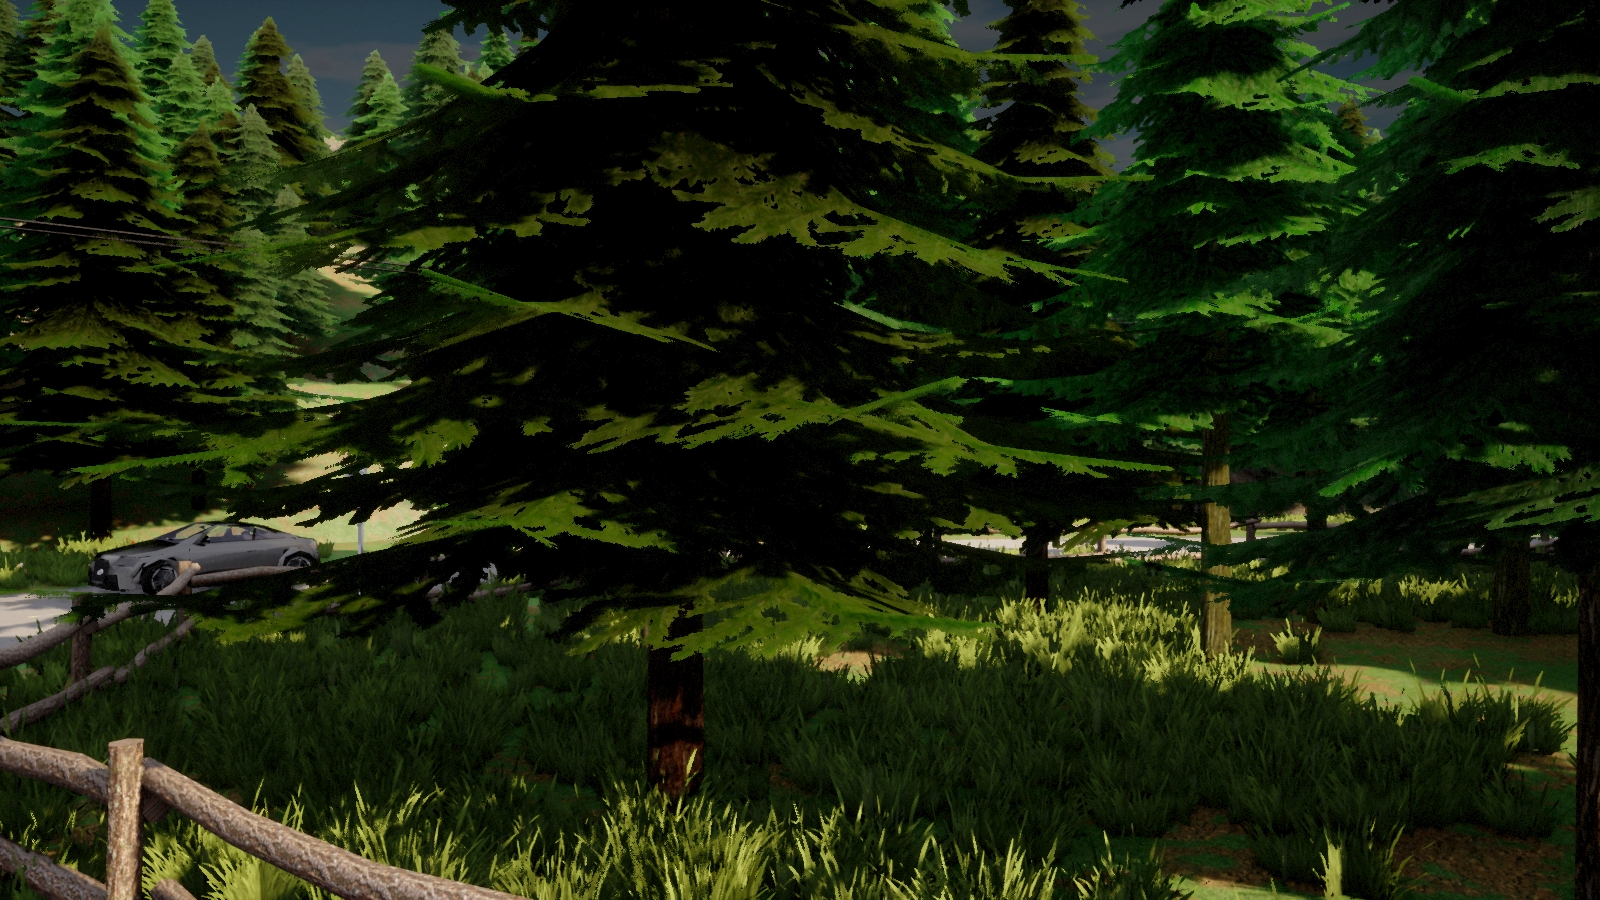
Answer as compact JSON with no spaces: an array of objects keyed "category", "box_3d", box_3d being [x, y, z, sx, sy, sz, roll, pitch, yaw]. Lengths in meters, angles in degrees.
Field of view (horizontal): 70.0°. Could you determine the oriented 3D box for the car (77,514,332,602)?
[{"category":"car","box_3d":[-12.055,2.119,23.321,1.994,1.385,4.181,0,0,41]}]
